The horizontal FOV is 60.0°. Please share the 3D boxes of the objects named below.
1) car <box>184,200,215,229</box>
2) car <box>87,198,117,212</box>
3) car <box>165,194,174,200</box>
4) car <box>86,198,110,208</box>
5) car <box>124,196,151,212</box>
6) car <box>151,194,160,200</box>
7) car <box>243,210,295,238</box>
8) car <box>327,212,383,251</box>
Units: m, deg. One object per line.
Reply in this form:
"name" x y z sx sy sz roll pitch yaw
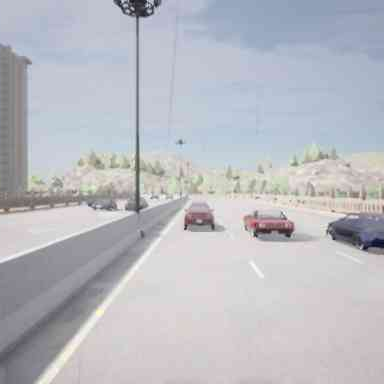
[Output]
"car" 0.465 1.490 21.210 1.812 1.442 4.674 0 0 1
"car" -9.886 1.419 37.994 2.128 1.511 4.902 0 0 1
"car" -5.402 1.237 80.414 2.128 1.511 4.902 0 0 1
"car" -13.189 1.511 46.831 1.895 1.301 4.718 0 0 2
"car" -6.376 1.282 38.404 2.097 1.767 4.553 0 0 1
"car" -8.901 1.261 80.488 1.994 1.385 4.181 0 0 1
"car" 3.876 1.574 17.608 1.895 1.301 4.718 0 0 1
"car" 7.309 1.545 14.014 1.994 1.385 4.181 0 0 1
